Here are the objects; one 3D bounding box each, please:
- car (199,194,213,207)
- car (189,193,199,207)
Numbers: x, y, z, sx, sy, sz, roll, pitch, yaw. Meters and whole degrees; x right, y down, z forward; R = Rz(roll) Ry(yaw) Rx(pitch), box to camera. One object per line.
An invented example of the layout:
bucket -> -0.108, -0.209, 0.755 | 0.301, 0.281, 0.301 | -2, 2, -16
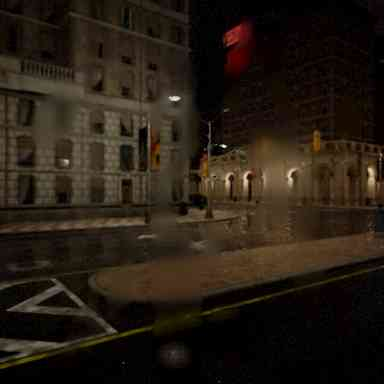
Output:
car -> 1.004, 1.260, 53.180 | 2.150, 2.045, 5.566 | 0, 0, -35
car -> -1.797, 1.252, 51.074 | 2.150, 2.045, 5.566 | 0, 0, -35
